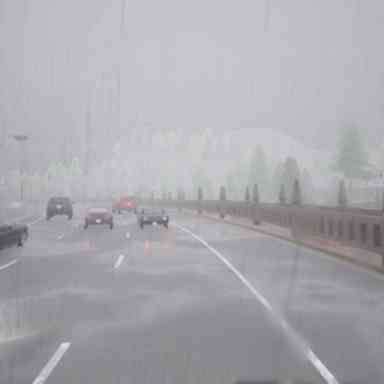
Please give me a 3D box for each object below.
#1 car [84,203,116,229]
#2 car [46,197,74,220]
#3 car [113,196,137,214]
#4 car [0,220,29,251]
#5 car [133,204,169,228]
[{"bbox_3d":[-6.459,1.687,23.307,1.812,1.442,4.674,0,0,-13],"label":"car"},{"bbox_3d":[-12.503,1.479,31.640,2.150,2.045,5.566,0,0,-19],"label":"car"},{"bbox_3d":[-7.994,1.495,39.409,2.150,2.045,5.566,0,-1,-22],"label":"car"},{"bbox_3d":[-7.947,1.708,12.703,1.895,1.301,4.718,0,0,-8],"label":"car"},{"bbox_3d":[-2.853,1.739,23.385,1.895,1.301,4.718,0,0,-13],"label":"car"}]
